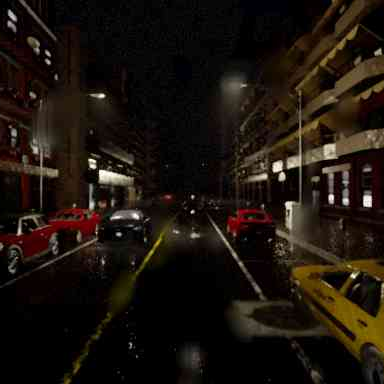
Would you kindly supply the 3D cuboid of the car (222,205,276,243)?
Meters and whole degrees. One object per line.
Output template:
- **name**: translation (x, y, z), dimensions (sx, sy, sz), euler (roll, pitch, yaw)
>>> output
- **car**: translation (2.702, 1.518, 15.739), dimensions (1.887, 1.381, 4.507), euler (0, 0, 0)

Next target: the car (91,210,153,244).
- **car**: translation (-2.993, 1.539, 15.600), dimensions (1.994, 1.385, 4.181), euler (0, 0, 0)

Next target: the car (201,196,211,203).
- **car**: translation (2.736, 1.448, 66.465), dimensions (1.947, 1.339, 4.313), euler (0, 0, 0)

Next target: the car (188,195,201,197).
- **car**: translation (0.041, 1.407, 55.934), dimensions (2.163, 1.488, 4.792), euler (0, 0, 0)

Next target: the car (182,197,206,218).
- **car**: translation (0.064, 1.476, 29.812), dimensions (1.812, 1.442, 4.674), euler (0, 0, 1)

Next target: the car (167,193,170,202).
- **car**: translation (-5.649, 1.443, 60.839), dimensions (2.008, 1.369, 4.403), euler (0, 0, 0)

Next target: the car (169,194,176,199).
- **car**: translation (-5.625, 1.355, 94.486), dimensions (1.752, 1.417, 4.829), euler (0, 0, 0)

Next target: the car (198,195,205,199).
- **car**: translation (2.755, 1.412, 94.647), dimensions (1.802, 1.307, 4.206), euler (0, 0, 0)

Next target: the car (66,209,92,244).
- **car**: translation (-5.678, 1.518, 15.750), dimensions (1.887, 1.381, 4.507), euler (0, 0, 0)

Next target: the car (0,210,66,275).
- **car**: translation (-5.682, 1.423, 10.112), dimensions (1.967, 1.590, 4.097), euler (0, 0, 0)

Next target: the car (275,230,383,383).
- **car**: translation (2.694, 1.518, 4.637), dimensions (1.752, 1.417, 4.829), euler (0, 0, 0)

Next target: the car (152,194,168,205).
- **car**: translation (-5.652, 1.454, 55.202), dimensions (2.008, 1.369, 4.403), euler (0, 0, 0)

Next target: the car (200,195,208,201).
- **car**: translation (2.744, 1.443, 77.738), dimensions (1.802, 1.307, 4.206), euler (0, 0, 0)

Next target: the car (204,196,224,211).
- **car**: translation (2.717, 1.485, 38.284), dimensions (2.008, 1.369, 4.403), euler (0, 0, 0)

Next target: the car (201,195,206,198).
- **car**: translation (2.733, 1.418, 60.999), dimensions (1.752, 1.417, 4.829), euler (0, 0, 0)

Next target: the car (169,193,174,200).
- **car**: translation (-5.641, 1.416, 72.111), dimensions (1.887, 1.381, 4.507), euler (0, 0, 0)
